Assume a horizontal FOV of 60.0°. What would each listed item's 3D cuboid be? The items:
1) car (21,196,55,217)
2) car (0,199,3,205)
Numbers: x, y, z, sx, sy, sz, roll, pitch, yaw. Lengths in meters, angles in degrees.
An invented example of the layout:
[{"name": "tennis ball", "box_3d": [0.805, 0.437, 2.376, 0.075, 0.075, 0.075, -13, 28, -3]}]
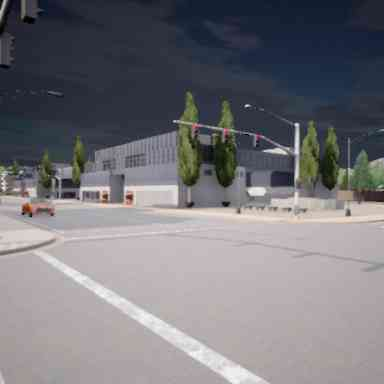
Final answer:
[{"name": "car", "box_3d": [-14.138, 1.274, 30.525, 2.097, 1.767, 4.553, 1, -1, -37]}, {"name": "car", "box_3d": [-32.398, 1.451, 54.537, 1.812, 1.442, 4.674, 1, 1, -37]}]
